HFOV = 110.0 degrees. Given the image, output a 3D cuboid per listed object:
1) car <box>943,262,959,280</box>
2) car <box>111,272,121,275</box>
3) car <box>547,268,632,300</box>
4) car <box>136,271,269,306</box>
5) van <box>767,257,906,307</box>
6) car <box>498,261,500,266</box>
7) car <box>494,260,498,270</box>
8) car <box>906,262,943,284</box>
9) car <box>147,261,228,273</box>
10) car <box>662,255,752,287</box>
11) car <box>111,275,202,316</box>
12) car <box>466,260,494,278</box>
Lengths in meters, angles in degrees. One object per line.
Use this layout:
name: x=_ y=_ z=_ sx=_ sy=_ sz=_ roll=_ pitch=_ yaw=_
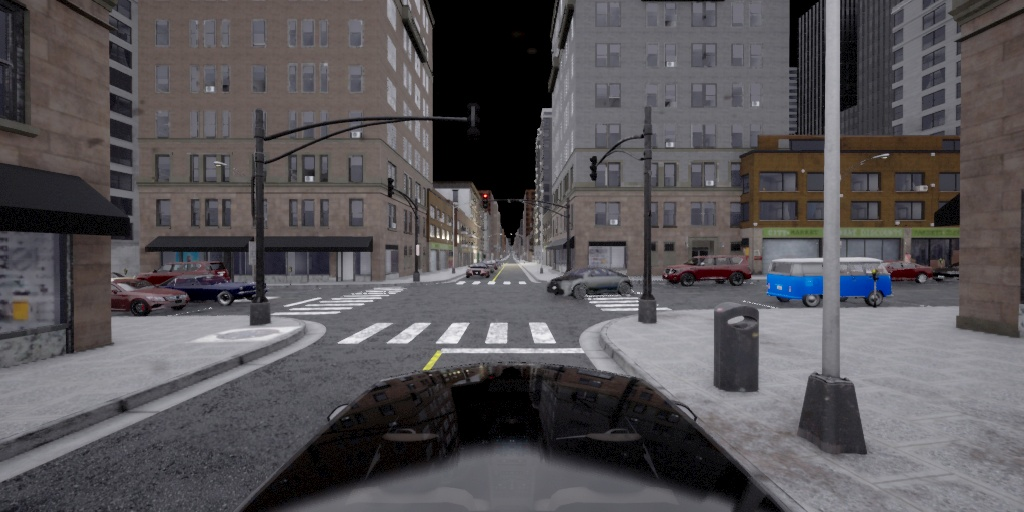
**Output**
car: x=28.917 y=0.916 z=22.345 sx=4.313 sy=1.339 sz=1.948 roll=0 pitch=0 yaw=0
car: x=-26.026 y=1.552 z=22.192 sx=4.829 sy=1.417 sz=1.751 roll=0 pitch=0 yaw=0
car: x=3.804 y=1.276 z=17.673 sx=4.181 sy=1.385 sz=1.994 roll=-1 pitch=0 yaw=-24
car: x=-13.959 y=1.517 z=16.362 sx=4.718 sy=1.301 sz=1.895 roll=-1 pitch=0 yaw=0
van: x=12.114 y=0.957 z=13.772 sx=3.998 sy=1.789 sz=1.690 roll=0 pitch=0 yaw=0
car: x=-3.096 y=1.303 z=53.312 sx=1.812 sy=1.442 sz=4.674 roll=0 pitch=0 yaw=0
car: x=-3.106 y=1.254 z=42.628 sx=2.128 sy=1.511 sz=4.902 roll=0 pitch=0 yaw=0
car: x=23.307 y=0.964 z=22.329 sx=4.507 sy=1.381 sz=1.888 roll=0 pitch=0 yaw=0
car: x=-20.351 y=1.271 z=22.207 sx=5.009 sy=1.841 sz=2.192 roll=0 pitch=0 yaw=0
car: x=12.090 y=0.872 z=22.298 sx=5.009 sy=1.841 sz=2.192 roll=0 pitch=0 yaw=0
car: x=-14.822 y=1.528 z=13.697 sx=4.207 sy=1.307 sz=1.802 roll=0 pitch=0 yaw=0
car: x=-3.096 y=1.319 z=33.643 sx=1.994 sy=1.385 sz=4.181 roll=0 pitch=0 yaw=1
